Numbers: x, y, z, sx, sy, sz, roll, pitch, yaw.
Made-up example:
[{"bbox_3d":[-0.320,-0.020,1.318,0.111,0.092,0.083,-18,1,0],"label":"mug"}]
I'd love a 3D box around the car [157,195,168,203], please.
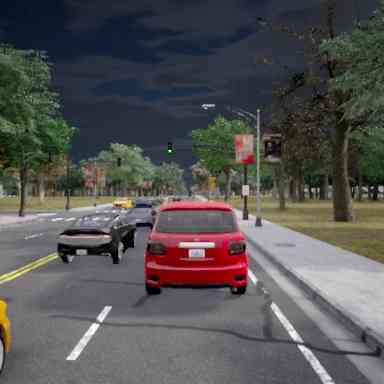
[{"bbox_3d":[-6.644,1.533,75.927,2.097,1.767,4.553,0,0,0],"label":"car"}]

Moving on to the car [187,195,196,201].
[{"bbox_3d":[-0.165,1.632,86.707,2.128,1.511,4.902,0,0,0],"label":"car"}]

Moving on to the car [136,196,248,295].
[{"bbox_3d":[0.085,1.239,8.874,2.150,2.045,5.566,0,0,0],"label":"car"}]

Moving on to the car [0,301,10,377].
[{"bbox_3d":[-3.154,1.482,2.076,1.882,1.535,5.008,0,0,0],"label":"car"}]

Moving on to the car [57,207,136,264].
[{"bbox_3d":[-3.171,1.516,11.973,2.128,1.511,4.902,0,0,0],"label":"car"}]

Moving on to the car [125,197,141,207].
[{"bbox_3d":[-9.939,1.636,56.697,1.837,1.490,4.892,0,0,0],"label":"car"}]

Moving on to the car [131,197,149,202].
[{"bbox_3d":[-6.685,1.703,45.957,1.895,1.301,4.718,0,0,0],"label":"car"}]

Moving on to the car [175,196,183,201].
[{"bbox_3d":[-3.415,1.702,86.731,1.895,1.301,4.718,0,0,0],"label":"car"}]

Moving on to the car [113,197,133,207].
[{"bbox_3d":[-9.927,1.584,47.399,1.882,1.535,5.008,0,0,0],"label":"car"}]

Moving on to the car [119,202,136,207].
[{"bbox_3d":[-3.194,1.609,21.771,1.994,1.385,4.181,0,0,0],"label":"car"}]

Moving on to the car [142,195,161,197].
[{"bbox_3d":[-6.693,1.676,55.564,2.033,1.411,5.357,0,0,0],"label":"car"}]

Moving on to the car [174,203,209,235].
[{"bbox_3d":[-0.025,1.519,20.266,1.882,1.535,5.008,0,0,0],"label":"car"}]

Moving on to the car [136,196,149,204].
[{"bbox_3d":[-9.898,1.667,66.696,1.837,1.490,4.892,0,0,0],"label":"car"}]
